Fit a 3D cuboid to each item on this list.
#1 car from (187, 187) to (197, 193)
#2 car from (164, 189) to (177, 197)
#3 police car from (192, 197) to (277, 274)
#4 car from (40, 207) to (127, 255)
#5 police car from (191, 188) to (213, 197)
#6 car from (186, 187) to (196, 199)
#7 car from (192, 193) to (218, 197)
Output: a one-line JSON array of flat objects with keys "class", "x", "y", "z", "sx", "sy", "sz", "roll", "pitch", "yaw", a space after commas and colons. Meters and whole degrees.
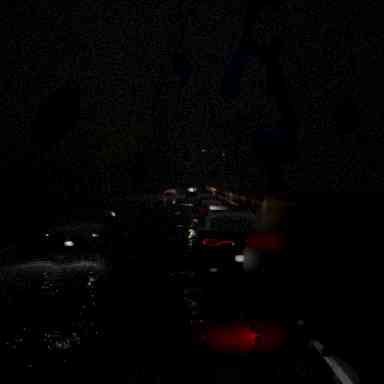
[{"class": "car", "x": 0.020, "y": -0.478, "z": 70.177, "sx": 1.895, "sy": 1.301, "sz": 4.718, "roll": 0, "pitch": 2, "yaw": 0}, {"class": "car", "x": -3.536, "y": 0.151, "z": 54.282, "sx": 1.895, "sy": 1.301, "sz": 4.718, "roll": 0, "pitch": 2, "yaw": 1}, {"class": "police car", "x": 1.052, "y": 1.166, "z": 9.797, "sx": 1.930, "sy": 1.638, "sz": 5.238, "roll": 0, "pitch": 2, "yaw": 0}, {"class": "car", "x": -3.594, "y": 1.255, "z": 11.674, "sx": 1.994, "sy": 1.385, "sz": 4.181, "roll": 0, "pitch": 2, "yaw": 0}, {"class": "police car", "x": 1.057, "y": 0.741, "z": 25.804, "sx": 1.930, "sy": 1.638, "sz": 5.238, "roll": 0, "pitch": 2, "yaw": 0}, {"class": "car", "x": 0.058, "y": 0.182, "z": 49.178, "sx": 2.128, "sy": 1.511, "sz": 4.902, "roll": 0, "pitch": 2, "yaw": 1}, {"class": "car", "x": 1.055, "y": 1.005, "z": 19.694, "sx": 1.812, "sy": 1.442, "sz": 4.674, "roll": 0, "pitch": 2, "yaw": 0}]
